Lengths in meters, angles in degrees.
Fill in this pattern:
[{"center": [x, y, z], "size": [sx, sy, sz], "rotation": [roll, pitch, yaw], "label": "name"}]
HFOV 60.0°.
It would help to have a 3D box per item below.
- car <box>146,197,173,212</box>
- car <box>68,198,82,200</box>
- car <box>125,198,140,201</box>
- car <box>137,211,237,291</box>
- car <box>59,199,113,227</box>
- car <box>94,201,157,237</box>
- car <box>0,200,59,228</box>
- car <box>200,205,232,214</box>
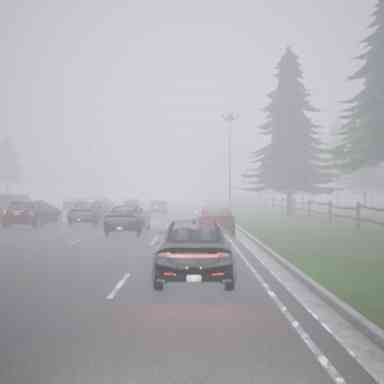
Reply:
[{"center": [-3.386, 1.520, 33.668], "size": [2.033, 1.411, 5.357], "rotation": [0, 0, 0], "label": "car"}, {"center": [-13.879, 1.445, 40.115], "size": [1.882, 1.535, 5.008], "rotation": [0, 0, 0], "label": "car"}, {"center": [-6.881, 1.473, 38.652], "size": [1.837, 1.490, 4.892], "rotation": [0, 0, 0], "label": "car"}, {"center": [0.057, 1.484, 8.978], "size": [2.128, 1.511, 4.902], "rotation": [0, 0, 0], "label": "car"}, {"center": [-6.891, 1.473, 22.752], "size": [2.128, 1.511, 4.902], "rotation": [0, 0, 0], "label": "car"}, {"center": [-3.401, 1.477, 18.063], "size": [2.128, 1.511, 4.902], "rotation": [0, 0, 0], "label": "car"}, {"center": [-10.393, 1.334, 21.973], "size": [2.097, 1.767, 4.553], "rotation": [0, 0, 0], "label": "car"}, {"center": [1.235, 1.463, 18.319], "size": [1.882, 1.535, 5.008], "rotation": [0, 0, 0], "label": "car"}]
